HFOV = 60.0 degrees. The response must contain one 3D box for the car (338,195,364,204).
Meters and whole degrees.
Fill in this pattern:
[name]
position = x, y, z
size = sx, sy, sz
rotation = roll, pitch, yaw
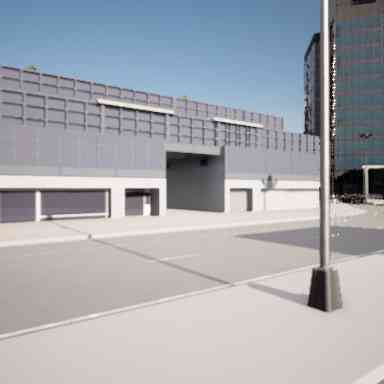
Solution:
[car]
position = 25.944, 1.225, 54.301
size = 1.837, 1.490, 4.892
rotation = 1, 0, -10
